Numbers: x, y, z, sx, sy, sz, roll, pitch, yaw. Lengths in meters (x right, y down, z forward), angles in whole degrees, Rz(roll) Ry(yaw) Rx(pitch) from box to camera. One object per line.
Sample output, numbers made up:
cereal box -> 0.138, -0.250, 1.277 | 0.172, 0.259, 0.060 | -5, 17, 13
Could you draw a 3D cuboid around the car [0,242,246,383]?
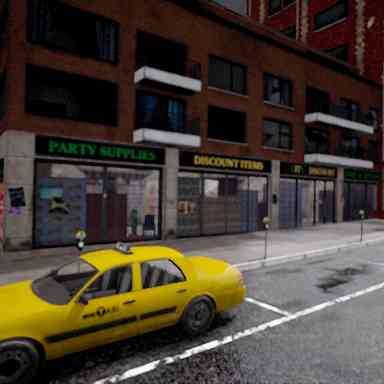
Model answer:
car -> -1.311, 1.512, 5.137 | 4.829, 1.417, 1.752 | -1, 2, -35
